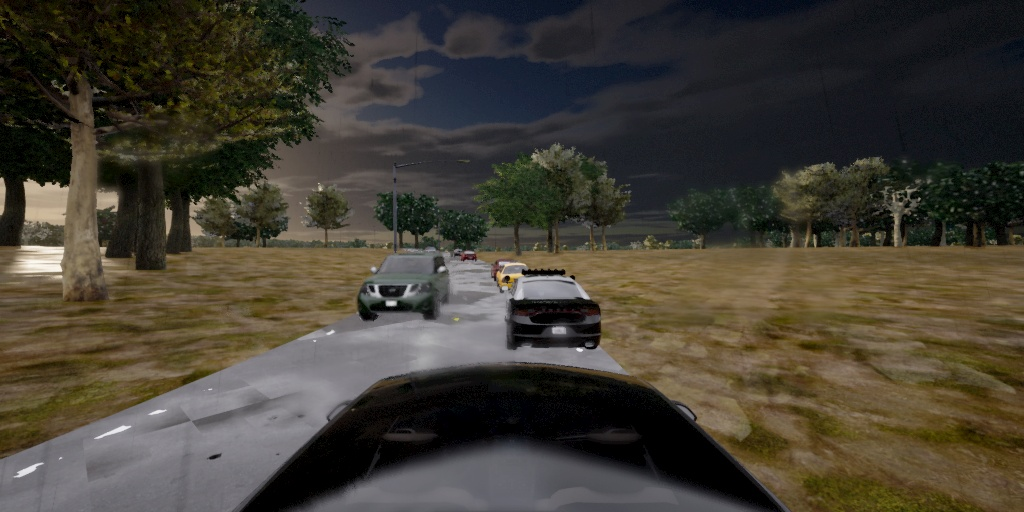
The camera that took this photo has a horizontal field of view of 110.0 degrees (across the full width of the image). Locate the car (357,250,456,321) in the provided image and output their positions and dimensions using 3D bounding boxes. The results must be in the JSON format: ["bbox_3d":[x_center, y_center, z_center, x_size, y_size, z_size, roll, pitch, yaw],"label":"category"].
[{"bbox_3d":[-3.444,0.907,12.530,2.150,2.045,5.566,0,1,-3],"label":"car"}]

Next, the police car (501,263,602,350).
[{"bbox_3d":[0.777,1.143,9.146,1.930,1.638,5.238,0,0,-2],"label":"police car"}]

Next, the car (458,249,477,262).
[{"bbox_3d":[-6.215,-0.035,51.198,1.882,1.535,5.008,0,2,-14],"label":"car"}]

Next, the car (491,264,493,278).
[{"bbox_3d":[-0.464,0.930,25.167,1.812,1.442,4.674,-1,1,-7],"label":"car"}]

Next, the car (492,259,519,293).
[{"bbox_3d":[0.120,1.017,19.309,1.801,1.575,5.366,-2,2,-5],"label":"car"}]

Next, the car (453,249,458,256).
[{"bbox_3d":[-9.661,-0.568,63.369,1.837,1.490,4.892,0,3,-19],"label":"car"}]
